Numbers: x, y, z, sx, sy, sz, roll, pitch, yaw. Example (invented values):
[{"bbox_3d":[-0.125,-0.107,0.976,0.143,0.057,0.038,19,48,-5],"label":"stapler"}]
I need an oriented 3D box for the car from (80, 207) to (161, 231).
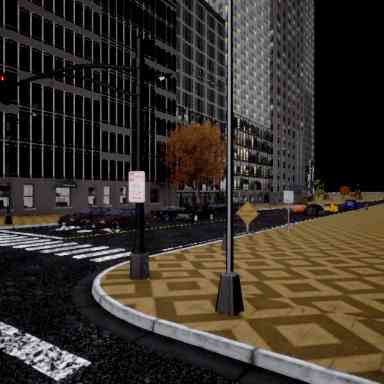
[{"bbox_3d":[-4.883,1.874,23.634,2.033,1.411,5.357,0,-1,33],"label":"car"}]

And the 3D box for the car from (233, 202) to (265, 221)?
[{"bbox_3d":[5.948,2.083,34.064,2.128,1.511,4.902,0,-1,33],"label":"car"}]

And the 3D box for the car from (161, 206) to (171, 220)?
[{"bbox_3d":[-2.338,2.098,33.577,1.895,1.301,4.718,0,-1,33],"label":"car"}]

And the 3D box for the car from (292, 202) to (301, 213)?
[{"bbox_3d":[17.165,2.313,51.502,2.097,1.767,4.553,0,-1,33],"label":"car"}]

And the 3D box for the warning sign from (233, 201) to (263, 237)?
[{"bbox_3d":[3.112,1.454,18.562,1.300,1.860,1.060,1,1,33],"label":"warning sign"}]

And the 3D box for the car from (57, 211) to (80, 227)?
[{"bbox_3d":[-7.535,1.873,25.518,2.033,1.411,5.357,0,-1,33],"label":"car"}]

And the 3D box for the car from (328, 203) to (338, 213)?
[{"bbox_3d":[21.886,2.510,52.975,1.882,1.535,5.008,0,-1,33],"label":"car"}]

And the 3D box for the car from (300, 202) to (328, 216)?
[{"bbox_3d":[16.288,2.354,44.210,1.837,1.490,4.892,0,-1,33],"label":"car"}]

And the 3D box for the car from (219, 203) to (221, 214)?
[{"bbox_3d":[3.062,2.167,41.934,2.128,1.511,4.902,0,-1,33],"label":"car"}]

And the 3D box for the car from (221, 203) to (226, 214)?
[{"bbox_3d":[5.866,2.034,40.284,2.097,1.767,4.553,0,-1,33],"label":"car"}]

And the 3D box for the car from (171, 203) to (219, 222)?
[{"bbox_3d":[0.396,2.006,31.820,1.837,1.490,4.892,0,-1,33],"label":"car"}]

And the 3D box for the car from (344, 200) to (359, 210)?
[{"bbox_3d":[31.485,2.537,65.764,2.150,2.045,5.566,0,-1,33],"label":"car"}]
